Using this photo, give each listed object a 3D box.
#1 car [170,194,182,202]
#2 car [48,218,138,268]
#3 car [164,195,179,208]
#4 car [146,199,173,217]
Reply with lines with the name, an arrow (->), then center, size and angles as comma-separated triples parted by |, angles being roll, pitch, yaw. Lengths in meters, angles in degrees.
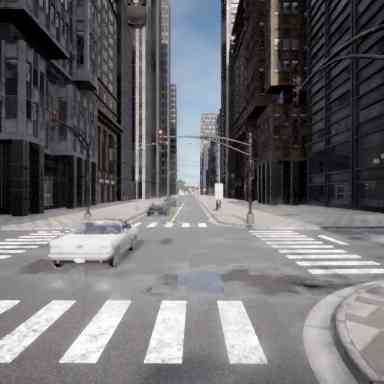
car -> -3.138, 1.172, 64.928 | 2.128, 1.511, 4.902 | 0, 0, 0
car -> -3.126, 1.603, 11.441 | 1.895, 1.301, 4.718 | 0, 0, 0
car -> -3.197, 1.526, 49.535 | 1.837, 1.490, 4.892 | 0, 0, 0
car -> -3.168, 1.611, 31.521 | 1.895, 1.301, 4.718 | 0, 0, 0
